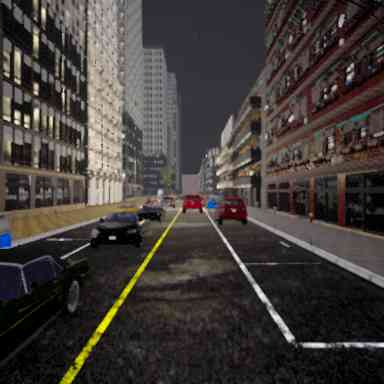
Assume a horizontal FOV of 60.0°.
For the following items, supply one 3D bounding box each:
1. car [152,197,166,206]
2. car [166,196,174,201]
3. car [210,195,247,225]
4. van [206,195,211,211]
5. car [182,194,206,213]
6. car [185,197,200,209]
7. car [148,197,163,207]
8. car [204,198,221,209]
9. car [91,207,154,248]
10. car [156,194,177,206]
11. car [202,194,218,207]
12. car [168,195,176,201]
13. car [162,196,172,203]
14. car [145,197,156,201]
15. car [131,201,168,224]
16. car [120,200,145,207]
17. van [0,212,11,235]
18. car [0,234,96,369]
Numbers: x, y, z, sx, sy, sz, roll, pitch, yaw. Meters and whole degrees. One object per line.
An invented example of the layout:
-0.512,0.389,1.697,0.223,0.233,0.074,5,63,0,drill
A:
-5.580,1.589,57.270,2.008,1.369,4.403,0,0,0,car
-5.523,1.641,85.024,1.802,1.307,4.206,0,0,0,car
2.731,1.309,23.949,2.192,1.841,5.009,0,0,0,car
2.765,1.340,40.601,1.690,1.788,3.998,0,0,0,van
0.071,1.229,36.409,2.150,2.045,5.566,0,0,0,car
0.101,1.504,47.639,2.128,1.511,4.902,0,0,0,car
-5.592,1.560,51.549,1.752,1.417,4.829,0,0,0,car
2.778,1.552,46.152,2.008,1.369,4.403,0,0,0,car
-3.071,1.577,14.825,1.994,1.385,4.181,0,0,0,car
-2.923,1.261,40.559,1.812,1.442,4.674,0,0,0,car
2.787,1.319,51.703,2.192,1.841,5.009,0,0,0,car
-5.513,1.504,90.575,1.967,1.590,4.097,0,0,0,car
-5.546,1.601,73.922,2.008,1.369,4.403,0,0,0,car
-5.603,1.472,46.168,1.967,1.590,4.097,0,0,0,car
-3.036,1.616,25.245,1.895,1.301,4.718,0,0,0,car
-5.637,1.551,29.345,1.752,1.417,4.829,0,0,0,car
-5.683,1.362,7.312,1.690,1.788,3.998,0,0,0,van
-3.090,1.613,4.833,1.895,1.301,4.718,0,0,0,car
